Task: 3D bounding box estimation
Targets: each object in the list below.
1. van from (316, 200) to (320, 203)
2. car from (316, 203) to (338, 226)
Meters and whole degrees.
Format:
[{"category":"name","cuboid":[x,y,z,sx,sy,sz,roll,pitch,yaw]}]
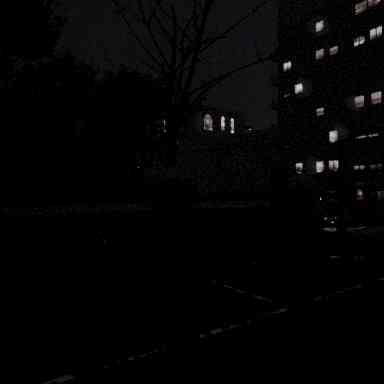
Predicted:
[{"category":"van","cuboid":[10.568,1.646,32.574,1.690,1.788,3.998,-1,0,-36]},{"category":"car","cuboid":[8.398,1.801,25.727,2.033,1.411,5.357,0,-1,-36]}]
